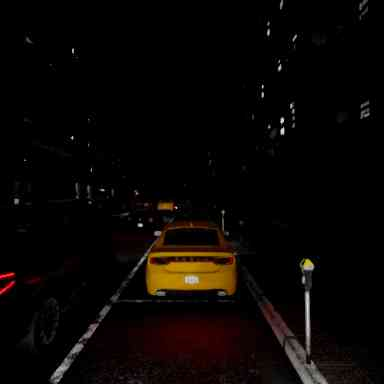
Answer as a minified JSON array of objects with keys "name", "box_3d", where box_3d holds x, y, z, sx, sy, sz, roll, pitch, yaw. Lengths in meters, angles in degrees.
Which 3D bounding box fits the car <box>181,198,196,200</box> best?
[{"name":"car","box_3d":[-0.437,1.582,31.754,1.887,1.381,4.507,1,0,0]}]

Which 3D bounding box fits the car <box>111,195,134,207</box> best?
[{"name":"car","box_3d":[-8.312,1.365,37.346,2.192,1.841,5.009,1,0,0]}]

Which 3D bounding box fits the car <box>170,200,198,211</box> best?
[{"name":"car","box_3d":[-0.437,1.572,26.224,1.887,1.381,4.507,1,0,0]}]

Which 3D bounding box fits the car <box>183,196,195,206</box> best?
[{"name":"car","box_3d":[-0.471,1.553,59.411,1.967,1.590,4.097,1,0,0]}]

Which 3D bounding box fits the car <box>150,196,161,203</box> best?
[{"name":"car","box_3d":[-8.320,1.725,76.059,1.887,1.381,4.507,1,0,0]}]

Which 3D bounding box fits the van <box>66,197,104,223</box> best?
[{"name":"van","box_3d":[-8.312,1.368,26.285,1.690,1.788,3.998,1,0,0]}]

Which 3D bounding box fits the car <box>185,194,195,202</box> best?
[{"name":"car","box_3d":[-0.469,1.521,81.536,2.192,1.841,5.009,1,0,0]}]

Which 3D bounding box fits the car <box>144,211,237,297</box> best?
[{"name":"car","box_3d":[-0.006,1.482,8.653,1.882,1.535,5.008,0,0,0]}]

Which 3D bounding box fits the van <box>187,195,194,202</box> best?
[{"name":"van","box_3d":[-0.470,1.576,87.068,1.690,1.788,3.998,1,0,0]}]

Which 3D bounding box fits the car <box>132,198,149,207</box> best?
[{"name":"car","box_3d":[-8.319,1.660,53.938,1.947,1.339,4.313,1,0,0]}]

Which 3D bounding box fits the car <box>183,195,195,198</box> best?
[{"name":"car","box_3d":[-0.427,1.490,37.286,1.967,1.590,4.097,1,0,0]}]

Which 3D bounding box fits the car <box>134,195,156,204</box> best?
[{"name":"car","box_3d":[-5.840,1.404,38.564,2.097,1.767,4.553,0,0,0]}]

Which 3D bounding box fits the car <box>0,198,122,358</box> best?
[{"name":"car","box_3d":[-3.023,1.222,6.154,2.150,2.045,5.566,0,0,0]}]

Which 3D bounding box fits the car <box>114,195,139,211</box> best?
[{"name":"car","box_3d":[-8.312,1.379,42.876,2.192,1.841,5.009,1,0,0]}]

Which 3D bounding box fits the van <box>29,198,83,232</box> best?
[{"name":"van","box_3d":[-8.311,1.359,20.753,1.690,1.788,3.998,2,0,0]}]

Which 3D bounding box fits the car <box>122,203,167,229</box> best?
[{"name":"car","box_3d":[-2.960,1.619,21.451,1.895,1.301,4.718,0,0,0]}]

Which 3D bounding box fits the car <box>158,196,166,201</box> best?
[{"name":"car","box_3d":[-8.322,1.847,92.652,1.802,1.307,4.206,1,0,0]}]

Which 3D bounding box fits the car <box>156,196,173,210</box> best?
[{"name":"car","box_3d":[-2.945,1.533,39.542,1.882,1.535,5.008,0,0,0]}]
